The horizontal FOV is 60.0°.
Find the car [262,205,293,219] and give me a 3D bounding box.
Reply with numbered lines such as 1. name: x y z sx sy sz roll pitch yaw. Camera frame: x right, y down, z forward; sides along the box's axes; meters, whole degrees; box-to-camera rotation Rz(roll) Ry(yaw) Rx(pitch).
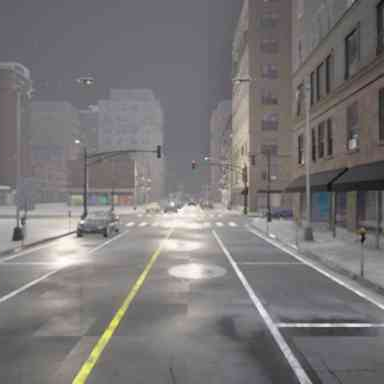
1. car: 10.010 2.044 34.128 5.357 1.411 2.033 0 -1 0

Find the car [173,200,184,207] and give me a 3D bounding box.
1. car: -2.731 2.433 69.359 2.033 1.411 5.357 0 -1 0

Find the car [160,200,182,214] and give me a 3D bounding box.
1. car: -2.821 2.126 45.008 2.033 1.411 5.357 0 -1 -1

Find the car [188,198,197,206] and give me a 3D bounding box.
1. car: 0.021 2.571 75.747 1.895 1.301 4.718 0 -1 0

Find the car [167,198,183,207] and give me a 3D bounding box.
1. car: -2.815 2.249 56.195 1.812 1.442 4.674 0 -1 0

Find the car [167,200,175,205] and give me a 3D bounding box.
1. car: -5.364 2.690 85.983 1.802 1.307 4.206 0 -1 0

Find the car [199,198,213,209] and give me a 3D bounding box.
1. car: 2.654 2.182 57.674 1.967 1.590 4.097 0 -1 0

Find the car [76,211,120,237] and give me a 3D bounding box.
1. car: -5.382 1.802 19.509 2.008 1.369 4.403 0 -1 0

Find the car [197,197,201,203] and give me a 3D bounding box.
1. car: 2.655 2.131 63.338 2.192 1.841 5.009 0 -1 0

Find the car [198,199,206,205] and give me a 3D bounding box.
1. car: 2.663 2.732 91.642 2.008 1.369 4.403 0 -1 0

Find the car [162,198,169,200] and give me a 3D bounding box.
1. car: -5.370 2.366 63.337 2.008 1.369 4.403 0 -1 0

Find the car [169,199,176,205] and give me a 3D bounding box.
1. car: -5.362 2.705 91.475 1.752 1.417 4.829 0 -1 0

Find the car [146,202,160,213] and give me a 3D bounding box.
1. car: -5.375 2.119 46.183 1.752 1.417 4.829 0 -1 0

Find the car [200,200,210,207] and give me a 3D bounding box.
1. car: 2.657 2.455 68.996 1.947 1.339 4.313 0 -1 0

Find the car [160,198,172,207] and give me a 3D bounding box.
1. car: -5.368 2.204 69.002 2.192 1.841 5.009 0 -1 0
